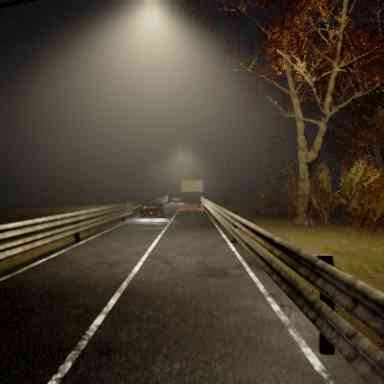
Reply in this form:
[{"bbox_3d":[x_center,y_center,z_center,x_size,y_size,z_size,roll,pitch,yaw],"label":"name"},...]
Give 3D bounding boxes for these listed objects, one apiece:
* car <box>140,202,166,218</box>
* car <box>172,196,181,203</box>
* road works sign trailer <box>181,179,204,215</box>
[{"bbox_3d":[-3.339,1.541,29.220,1.994,1.385,4.181,0,0,0],"label":"car"},{"bbox_3d":[-3.232,1.529,69.546,1.895,1.301,4.718,0,0,0],"label":"car"},{"bbox_3d":[0.019,0.438,34.168,2.380,3.560,2.880,0,0,0],"label":"road works sign trailer"}]
